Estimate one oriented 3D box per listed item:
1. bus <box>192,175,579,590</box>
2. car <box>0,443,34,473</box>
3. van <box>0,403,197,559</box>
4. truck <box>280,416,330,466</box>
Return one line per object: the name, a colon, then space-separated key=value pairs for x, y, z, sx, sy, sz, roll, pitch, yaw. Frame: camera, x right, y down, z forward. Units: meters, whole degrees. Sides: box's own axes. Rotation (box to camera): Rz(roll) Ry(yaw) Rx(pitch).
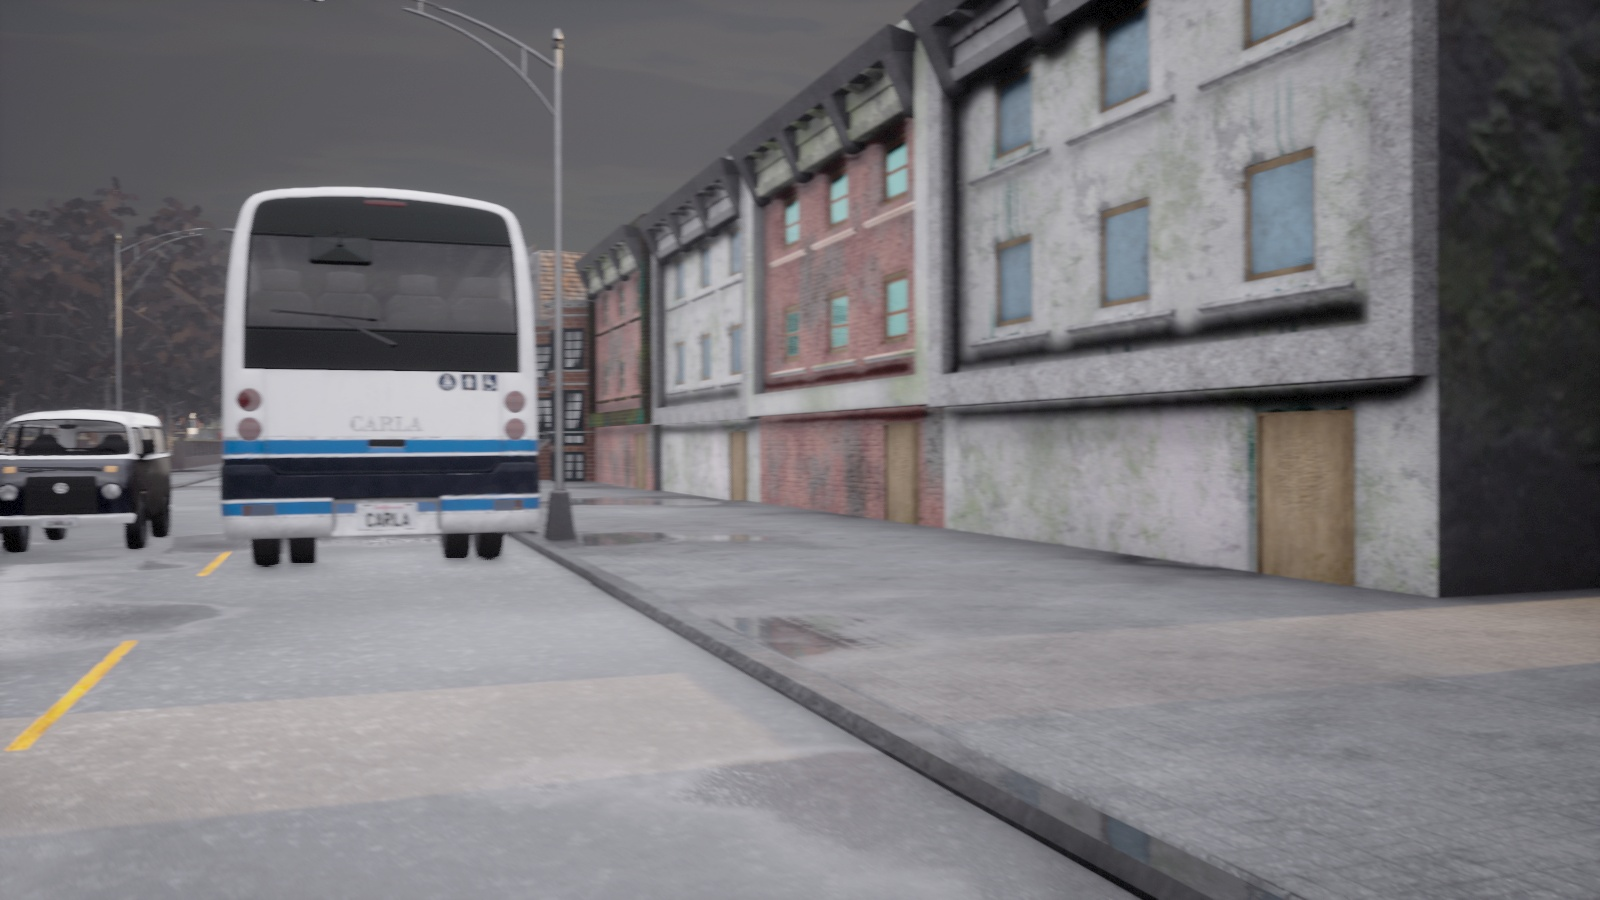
bus: x=-6.080 y=-0.718 z=18.380 sx=3.944 sy=4.253 sz=10.273 roll=0 pitch=0 yaw=-19
car: x=-43.622 y=0.428 z=66.115 sx=5.366 sy=1.575 sz=1.801 roll=0 pitch=0 yaw=-21
van: x=-10.452 y=0.391 z=18.787 sx=2.069 sy=2.038 sz=4.480 roll=0 pitch=0 yaw=-19
truck: x=-35.514 y=-0.649 z=90.319 sx=2.891 sy=3.462 sz=7.936 roll=0 pitch=0 yaw=-18
